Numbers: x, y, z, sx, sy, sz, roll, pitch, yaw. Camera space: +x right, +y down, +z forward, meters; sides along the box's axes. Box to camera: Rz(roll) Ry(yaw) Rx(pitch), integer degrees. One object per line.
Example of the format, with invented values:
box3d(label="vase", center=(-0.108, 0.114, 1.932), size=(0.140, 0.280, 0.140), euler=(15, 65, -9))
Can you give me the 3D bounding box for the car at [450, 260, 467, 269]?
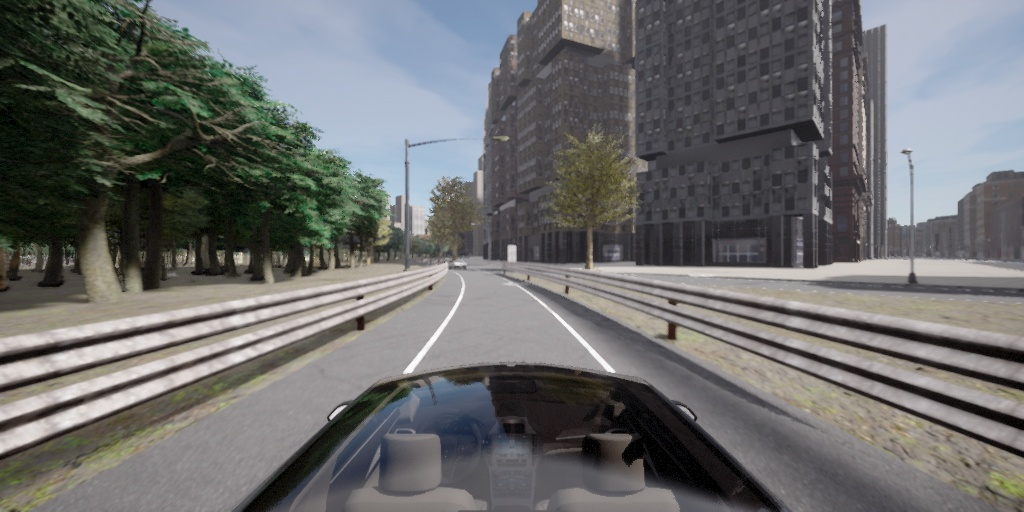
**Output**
box3d(label="car", center=(-7.976, 1.235, 52.997), size=(1.895, 1.301, 4.718), euler=(0, 0, -19))
